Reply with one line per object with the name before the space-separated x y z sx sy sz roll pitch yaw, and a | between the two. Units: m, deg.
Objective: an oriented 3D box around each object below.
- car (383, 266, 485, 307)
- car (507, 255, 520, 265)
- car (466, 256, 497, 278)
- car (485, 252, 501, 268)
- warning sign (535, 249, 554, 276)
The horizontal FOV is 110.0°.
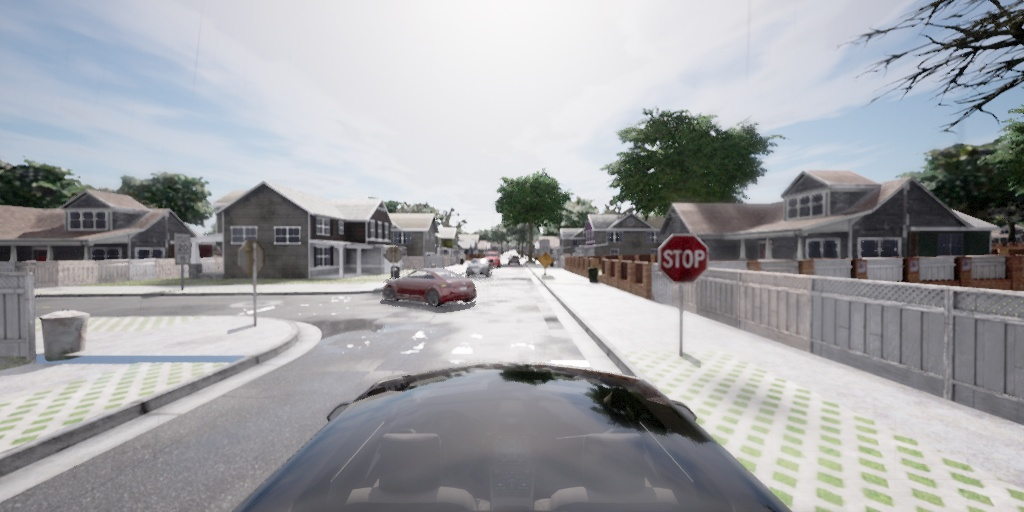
car | -3.474 1.211 14.821 4.181 1.385 1.994 0 0 37
car | 0.321 0.703 57.671 1.812 1.442 4.674 0 1 1
car | -2.710 0.971 30.303 2.128 1.511 4.902 0 1 0
car | -2.617 0.514 47.155 2.150 2.045 5.566 0 1 0
warning sign | 2.646 0.615 28.198 1.300 1.860 1.060 0 0 0
